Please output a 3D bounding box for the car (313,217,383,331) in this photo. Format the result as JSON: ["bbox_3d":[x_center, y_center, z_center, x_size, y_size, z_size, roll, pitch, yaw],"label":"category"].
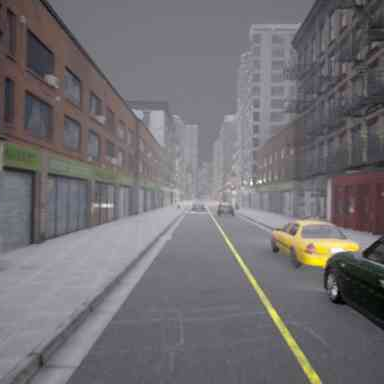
[{"bbox_3d":[3.961,1.474,5.627,2.097,1.767,4.553,1,-1,1],"label":"car"}]

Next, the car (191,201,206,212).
[{"bbox_3d":[0.949,2.034,46.964,1.812,1.442,4.674,1,-1,1],"label":"car"}]

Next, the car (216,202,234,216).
[{"bbox_3d":[3.841,1.960,38.854,2.128,1.511,4.902,1,-1,2],"label":"car"}]

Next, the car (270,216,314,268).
[{"bbox_3d":[4.095,1.642,11.845,1.801,1.575,5.366,1,-1,1],"label":"car"}]
